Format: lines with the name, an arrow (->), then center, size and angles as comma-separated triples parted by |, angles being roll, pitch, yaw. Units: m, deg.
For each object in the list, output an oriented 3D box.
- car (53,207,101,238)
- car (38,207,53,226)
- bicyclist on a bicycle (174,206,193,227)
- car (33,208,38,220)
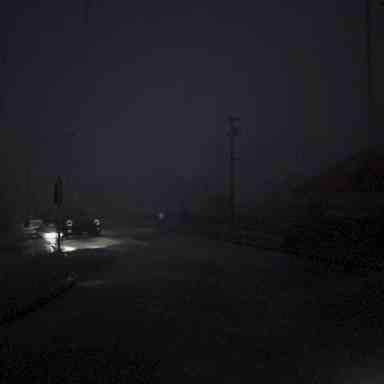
car -> -7.337, 1.854, 21.301 | 2.097, 1.767, 4.553 | 1, -1, -30
car -> -12.435, 2.210, 30.288 | 2.128, 1.511, 4.902 | 1, -1, -29
bicyclist on a bicycle -> -0.665, 1.943, 26.555 | 1.656, 1.620, 0.582 | 0, -1, -30
car -> -17.689, 2.468, 39.590 | 1.812, 1.442, 4.674 | 1, -2, -29
